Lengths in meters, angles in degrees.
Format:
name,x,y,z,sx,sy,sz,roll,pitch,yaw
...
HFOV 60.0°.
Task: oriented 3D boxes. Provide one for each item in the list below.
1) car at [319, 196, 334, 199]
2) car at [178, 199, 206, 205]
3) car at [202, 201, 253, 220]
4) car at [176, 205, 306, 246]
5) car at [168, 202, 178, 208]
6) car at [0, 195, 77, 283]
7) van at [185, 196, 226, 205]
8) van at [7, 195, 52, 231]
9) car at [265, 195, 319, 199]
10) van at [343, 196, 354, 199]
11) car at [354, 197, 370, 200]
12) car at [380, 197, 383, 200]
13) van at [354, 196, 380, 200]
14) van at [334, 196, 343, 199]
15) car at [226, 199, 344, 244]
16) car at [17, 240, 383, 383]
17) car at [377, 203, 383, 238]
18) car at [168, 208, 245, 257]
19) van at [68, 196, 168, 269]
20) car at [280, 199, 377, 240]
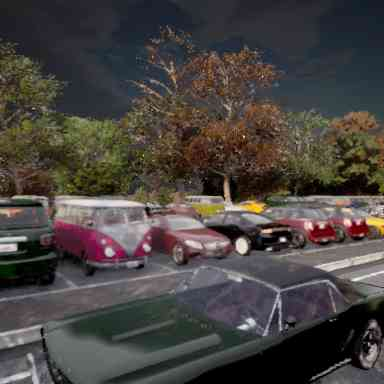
name,x,y,z,sx,sy,sz,roll,pitch,yaw
car,12.292,1.402,36.992,2.435,2.045,5.566,1,0,-35
car,-1.267,1.569,27.376,2.002,1.452,4.674,1,0,-35
car,3.142,1.610,30.519,2.002,1.452,4.674,1,0,-35
car,1.696,1.487,13.427,2.097,1.535,5.008,1,0,-35
car,-3.523,1.508,25.766,2.097,1.535,5.008,1,0,-35
car,-5.108,1.174,8.627,2.435,2.045,5.566,1,0,-35
van,0.820,1.323,29.007,1.878,1.987,4.442,1,0,-35
van,-10.363,1.220,21.049,1.878,1.987,4.442,1,0,-35
car,10.035,1.381,35.386,2.435,2.045,5.566,1,0,-35
van,16.722,1.469,40.322,1.878,1.987,4.442,1,0,-35
car,19.041,1.716,41.836,2.097,1.535,5.008,1,0,-35
car,23.539,1.795,45.066,2.163,1.488,4.792,1,0,-35
van,21.379,1.514,43.360,1.878,1.987,4.442,1,0,-36
van,14.600,1.448,38.525,1.878,1.987,4.442,1,0,-35
car,3.974,1.383,15.016,2.185,1.767,4.553,1,0,-35
car,0.630,1.600,4.135,4.718,1.301,1.895,0,0,-36
car,8.586,1.547,18.109,1.946,1.575,5.366,1,0,-35
car,-0.571,1.507,11.824,2.002,1.452,4.674,1,0,-35
van,-2.762,1.220,10.118,1.878,1.987,4.442,1,0,-35
car,6.236,1.403,16.625,2.185,1.767,4.553,1,0,-35
